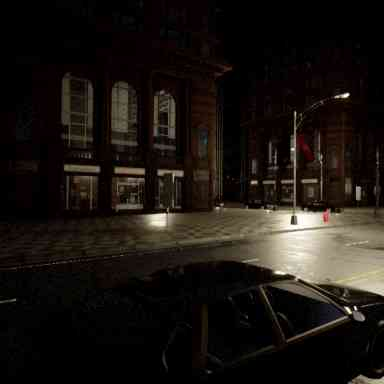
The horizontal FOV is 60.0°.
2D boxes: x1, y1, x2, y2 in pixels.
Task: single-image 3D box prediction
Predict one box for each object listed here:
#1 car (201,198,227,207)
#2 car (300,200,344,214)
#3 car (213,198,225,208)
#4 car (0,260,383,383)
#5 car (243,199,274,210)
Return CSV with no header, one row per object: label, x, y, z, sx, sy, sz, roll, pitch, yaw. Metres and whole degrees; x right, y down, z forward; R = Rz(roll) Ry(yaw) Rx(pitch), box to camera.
car,3.760,1.794,58.307,1.882,1.535,5.008,1,-1,-35
car,14.594,1.677,37.507,1.837,1.490,4.892,1,-1,-35
car,3.349,1.787,53.358,1.812,1.442,4.674,1,-1,-35
car,0.423,1.548,3.744,5.357,1.411,2.033,0,0,-36
car,9.105,1.721,45.245,1.837,1.490,4.892,1,-1,-35
